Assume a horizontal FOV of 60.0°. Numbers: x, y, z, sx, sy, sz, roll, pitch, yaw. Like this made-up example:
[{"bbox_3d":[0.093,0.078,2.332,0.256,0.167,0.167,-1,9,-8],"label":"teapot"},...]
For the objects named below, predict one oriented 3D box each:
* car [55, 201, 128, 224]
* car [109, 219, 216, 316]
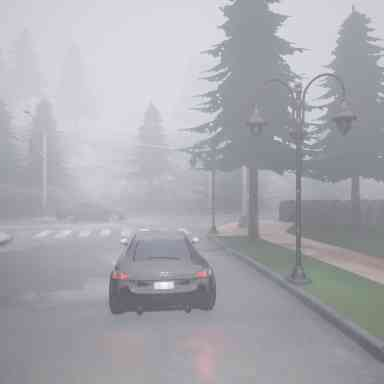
[{"bbox_3d":[-7.019,1.411,23.516,4.892,1.490,1.837,0,0,-12],"label":"car"},{"bbox_3d":[-0.724,1.564,7.670,1.994,1.385,4.181,0,0,-7],"label":"car"}]
